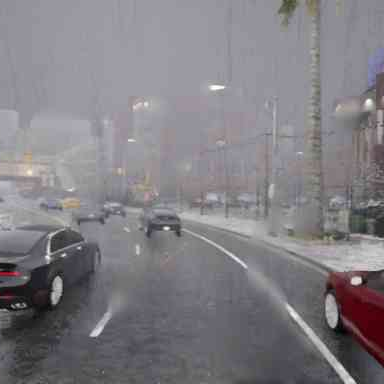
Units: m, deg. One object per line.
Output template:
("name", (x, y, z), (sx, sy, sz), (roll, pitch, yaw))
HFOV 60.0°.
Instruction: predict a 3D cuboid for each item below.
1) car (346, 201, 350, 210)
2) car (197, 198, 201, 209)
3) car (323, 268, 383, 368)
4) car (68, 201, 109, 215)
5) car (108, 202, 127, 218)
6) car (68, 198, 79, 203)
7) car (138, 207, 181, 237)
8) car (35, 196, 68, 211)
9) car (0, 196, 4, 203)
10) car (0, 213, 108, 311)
("car", (20.078, 2.215, 44.430), (2.002, 1.452, 4.674), (2, -1, -34))
("car", (1.261, 1.713, 51.966), (2.185, 1.767, 4.553), (2, -1, -34))
("car", (3.205, 1.578, 3.962), (1.882, 1.535, 5.008), (1, 0, 2))
("car", (-7.844, 1.605, 24.943), (1.994, 1.385, 4.181), (1, -1, -25))
("car", (-7.700, 1.625, 31.553), (1.812, 1.442, 4.674), (2, -1, -30))
("car", (-16.669, 1.504, 45.672), (1.882, 1.535, 5.008), (2, -1, -33))
("car", (-1.904, 1.620, 19.028), (1.837, 1.490, 4.892), (2, -1, -15))
("car", (-16.768, 1.521, 39.489), (2.033, 1.411, 5.357), (2, -1, -33))
("car", (-37.571, 1.333, 64.308), (1.895, 1.301, 4.718), (2, -1, -34))
("car", (-3.517, 1.497, 7.732), (1.837, 1.490, 4.892), (2, 0, -1))
